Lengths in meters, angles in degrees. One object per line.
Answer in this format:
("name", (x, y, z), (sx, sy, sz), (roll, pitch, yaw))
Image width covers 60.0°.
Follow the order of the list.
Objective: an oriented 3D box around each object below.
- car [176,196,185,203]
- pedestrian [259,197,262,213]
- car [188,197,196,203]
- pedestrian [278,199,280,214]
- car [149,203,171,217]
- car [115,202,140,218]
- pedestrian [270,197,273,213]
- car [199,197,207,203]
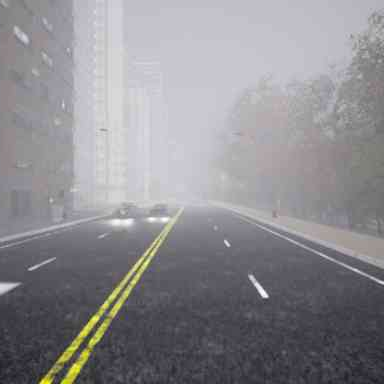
("car", (-3.265, 2.058, 94.739), (2.150, 2.045, 5.566), (0, -1, 0))
("pedestrian", (8.004, 1.481, 38.846), (0.375, 1.860, 0.375), (0, 0, 0))
("car", (-0.013, 2.330, 91.416), (2.033, 1.411, 5.357), (0, -1, 0))
("pedestrian", (10.005, 1.653, 38.245), (0.375, 1.860, 0.375), (0, 0, 0))
("car", (-3.270, 1.865, 34.574), (1.994, 1.385, 4.181), (0, -1, 0))
("car", (-6.524, 1.788, 33.963), (2.128, 1.511, 4.902), (0, -1, 0))
("pedestrian", (9.004, 1.470, 37.646), (0.375, 1.860, 0.375), (0, 0, 0))
("car", (3.236, 2.291, 91.417), (1.837, 1.490, 4.892), (0, -1, 0))
